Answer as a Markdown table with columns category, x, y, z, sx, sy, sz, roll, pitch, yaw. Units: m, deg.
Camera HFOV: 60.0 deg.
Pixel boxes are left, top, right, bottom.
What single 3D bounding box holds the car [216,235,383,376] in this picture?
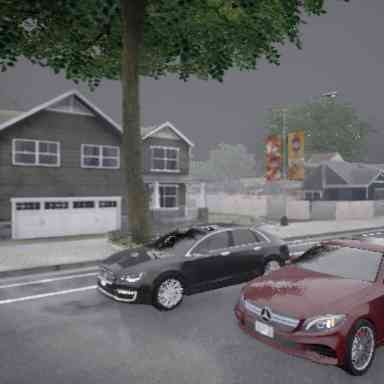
| category | x | y | z | sx | sy | sz | roll | pitch | yaw |
| --- | --- | --- | --- | --- | --- | --- | --- | --- | --- |
| car | 2.839 | 1.543 | 5.711 | 4.674 | 1.442 | 1.812 | 0 | 0 | -36 |

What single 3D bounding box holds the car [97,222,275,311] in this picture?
| category | x | y | z | sx | sy | sz | roll | pitch | yaw |
| --- | --- | --- | --- | --- | --- | --- | --- | --- | --- |
| car | 0.263 | 1.519 | 7.866 | 4.892 | 1.490 | 1.837 | 0 | 0 | -35 |
